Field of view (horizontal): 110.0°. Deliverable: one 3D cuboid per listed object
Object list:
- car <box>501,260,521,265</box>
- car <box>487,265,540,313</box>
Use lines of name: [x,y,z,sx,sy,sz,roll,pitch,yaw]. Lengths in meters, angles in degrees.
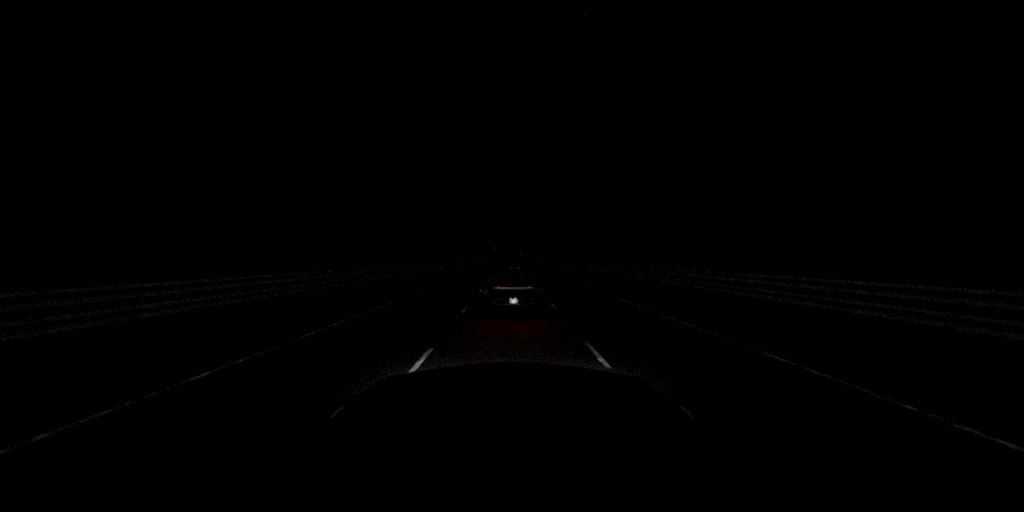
car: [-0.117,1.266,39.003,2.097,1.767,4.553,0,0,0]
car: [0.043,1.297,14.336,2.128,1.511,4.902,0,0,0]
